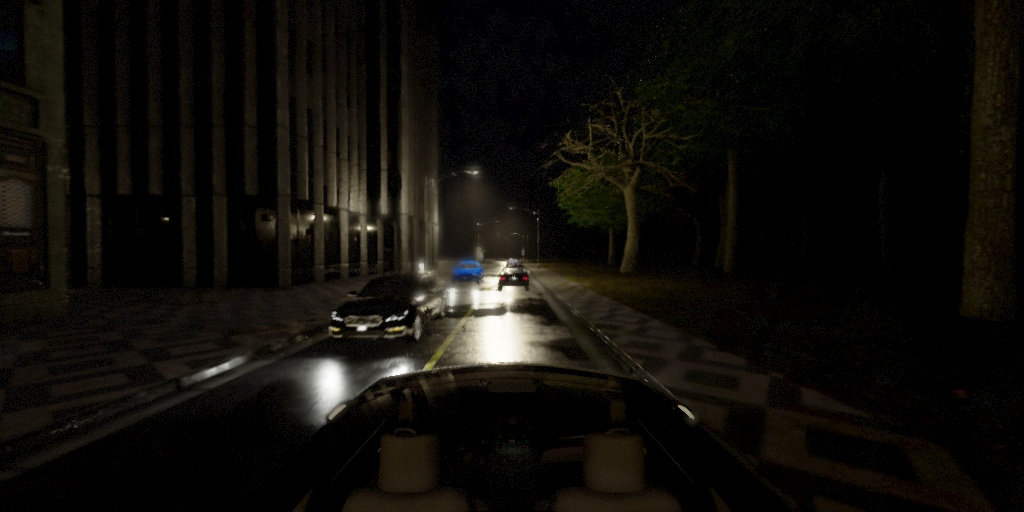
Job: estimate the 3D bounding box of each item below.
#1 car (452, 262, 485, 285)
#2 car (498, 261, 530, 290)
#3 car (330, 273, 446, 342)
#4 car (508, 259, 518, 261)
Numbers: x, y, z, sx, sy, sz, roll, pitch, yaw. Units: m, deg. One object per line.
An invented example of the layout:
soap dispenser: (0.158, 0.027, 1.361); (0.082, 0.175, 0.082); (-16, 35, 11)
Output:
car: (-2.972, 1.151, 25.294); (1.882, 1.535, 5.008); (0, 0, 0)
car: (0.115, 1.241, 21.783); (2.033, 1.411, 5.357); (0, 0, 0)
car: (-3.057, 1.244, 9.782); (1.837, 1.490, 4.892); (0, 0, 0)
car: (0.160, 1.063, 48.447); (2.033, 1.411, 5.357); (0, 0, 0)
